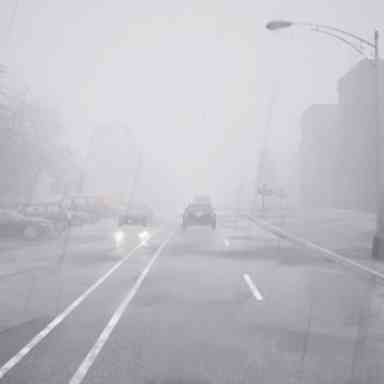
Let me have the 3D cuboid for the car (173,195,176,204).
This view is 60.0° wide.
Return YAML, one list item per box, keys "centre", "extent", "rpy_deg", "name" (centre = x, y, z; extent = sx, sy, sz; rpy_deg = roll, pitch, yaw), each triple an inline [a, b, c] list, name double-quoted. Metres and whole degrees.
- centre: [-6.404, 1.828, 66.380]
  extent: [4.892, 1.521, 2.231]
  rpy_deg: [-1, -1, -15]
  name: "car"

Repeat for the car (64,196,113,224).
- centre: [-9.049, 1.342, 24.902]
  extent: [5.566, 2.045, 2.435]
  rpy_deg: [-1, 0, -18]
  name: "car"

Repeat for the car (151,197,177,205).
- centre: [-6.018, 1.839, 72.249]
  extent: [5.366, 1.575, 1.946]
  rpy_deg: [-1, 0, -15]
  name: "car"

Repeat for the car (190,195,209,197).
- centre: [1.260, 1.420, 40.009]
  extent: [2.150, 2.045, 5.566]
  rpy_deg: [0, 0, 3]
  name: "car"

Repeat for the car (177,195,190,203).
- centre: [-1.230, 1.852, 64.742]
  extent: [1.812, 1.442, 4.674]
  rpy_deg: [0, 0, 6]
  name: "car"

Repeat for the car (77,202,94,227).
- centre: [-9.120, 1.617, 21.947]
  extent: [4.674, 1.452, 2.002]
  rpy_deg: [-1, -1, -18]
  name: "car"

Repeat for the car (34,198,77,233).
- centre: [-9.173, 1.436, 18.981]
  extent: [4.553, 1.767, 2.185]
  rpy_deg: [-1, 0, -19]
  name: "car"

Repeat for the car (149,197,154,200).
- centre: [-7.991, 1.769, 45.642]
  extent: [4.674, 1.452, 2.002]
  rpy_deg: [-1, 0, -17]
  name: "car"

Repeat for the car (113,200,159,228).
- centre: [-3.824, 1.574, 23.455]
  extent: [1.882, 1.535, 5.008]
  rpy_deg: [0, 0, 2]
  name: "car"

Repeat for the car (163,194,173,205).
- centre: [-6.633, 1.692, 63.426]
  extent: [4.553, 1.767, 2.185]
  rpy_deg: [-1, 0, -15]
  name: "car"

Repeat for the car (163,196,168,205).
- centre: [-7.156, 1.834, 57.498]
  extent: [4.674, 1.452, 2.002]
  rpy_deg: [-1, -1, -16]
  name: "car"

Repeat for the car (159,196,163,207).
- centre: [-7.596, 1.765, 51.569]
  extent: [5.008, 1.535, 2.097]
  rpy_deg: [-1, 0, -16]
  name: "car"

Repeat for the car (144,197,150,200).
- centre: [-8.157, 1.749, 42.699]
  extent: [4.674, 1.452, 2.002]
  rpy_deg: [0, -1, -16]
  name: "car"

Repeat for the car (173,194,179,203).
- centre: [-5.943, 1.829, 69.387]
  extent: [5.366, 1.575, 1.946]
  rpy_deg: [-1, -1, -15]
  name: "car"

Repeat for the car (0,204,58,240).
- centre: [-9.288, 1.548, 16.008]
  extent: [4.892, 1.521, 2.231]
  rpy_deg: [-1, -1, -19]
  name: "car"

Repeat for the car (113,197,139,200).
- centre: [-8.474, 1.642, 33.875]
  extent: [5.366, 1.575, 1.946]
  rpy_deg: [-1, -1, -17]
  name: "car"

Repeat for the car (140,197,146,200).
- centre: [-8.345, 1.728, 39.750]
  extent: [4.674, 1.452, 2.002]
  rpy_deg: [-1, 0, -17]
  name: "car"

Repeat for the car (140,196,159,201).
- centre: [-7.987, 1.747, 48.555]
  extent: [5.366, 1.575, 1.946]
  rpy_deg: [-1, 0, -16]
  name: "car"

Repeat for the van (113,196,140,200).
- centre: [-8.398, 1.440, 36.824]
  extent: [4.442, 1.987, 1.878]
  rpy_deg: [-1, -1, -17]
  name: "van"

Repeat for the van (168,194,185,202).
- centre: [-4.234, 1.612, 89.947]
  extent: [4.442, 1.987, 1.878]
  rpy_deg: [-1, 0, -14]
  name: "van"

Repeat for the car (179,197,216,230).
- centre: [0.489, 1.439, 22.135]
  extent: [2.097, 1.767, 4.553]
  rpy_deg: [0, 0, 2]
  name: "car"

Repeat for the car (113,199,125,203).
- centre: [-8.787, 1.669, 30.851]
  extent: [4.674, 1.452, 2.002]
  rpy_deg: [-1, -1, -18]
  name: "car"
